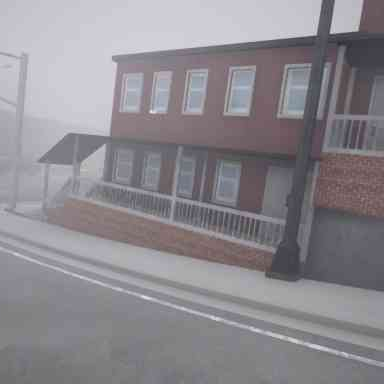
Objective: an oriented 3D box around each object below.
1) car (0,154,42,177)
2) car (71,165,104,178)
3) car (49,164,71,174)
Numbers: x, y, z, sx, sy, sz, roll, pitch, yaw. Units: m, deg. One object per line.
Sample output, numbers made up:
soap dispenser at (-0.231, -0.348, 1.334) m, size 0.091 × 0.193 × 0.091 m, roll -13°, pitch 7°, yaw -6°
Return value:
car at (-18.019, -2.753, 33.394) m, size 2.150 × 2.045 × 5.566 m, roll 11°, pitch 7°, yaw 36°
car at (-12.078, -2.495, 41.709) m, size 1.882 × 1.535 × 5.008 m, roll 11°, pitch 7°, yaw 35°
car at (-15.849, -3.031, 42.394) m, size 1.837 × 1.490 × 4.892 m, roll 11°, pitch 7°, yaw 35°
